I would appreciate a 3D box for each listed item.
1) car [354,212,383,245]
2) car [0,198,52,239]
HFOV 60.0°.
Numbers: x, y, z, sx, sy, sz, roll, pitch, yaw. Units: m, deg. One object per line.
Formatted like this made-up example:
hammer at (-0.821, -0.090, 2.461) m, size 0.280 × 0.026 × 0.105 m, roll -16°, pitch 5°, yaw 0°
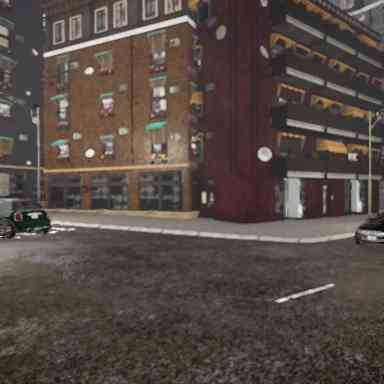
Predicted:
car at (8.907, 1.530, 14.345) m, size 4.674 × 1.442 × 1.812 m, roll 0°, pitch 0°, yaw -36°
car at (-8.839, 1.073, 15.476) m, size 4.553 × 1.767 × 2.097 m, roll 1°, pitch 1°, yaw 24°
